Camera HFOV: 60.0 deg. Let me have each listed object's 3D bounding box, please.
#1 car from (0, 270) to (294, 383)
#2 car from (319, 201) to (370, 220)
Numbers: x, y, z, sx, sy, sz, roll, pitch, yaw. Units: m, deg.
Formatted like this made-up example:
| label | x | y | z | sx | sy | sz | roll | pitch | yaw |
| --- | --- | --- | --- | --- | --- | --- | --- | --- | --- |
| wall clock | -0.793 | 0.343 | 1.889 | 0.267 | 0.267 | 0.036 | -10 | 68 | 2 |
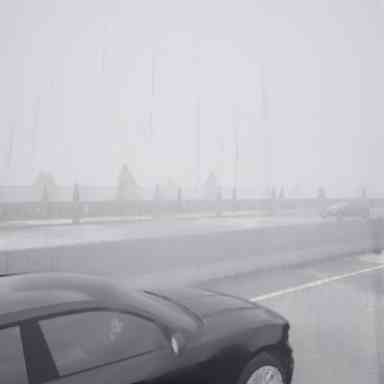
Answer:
| label | x | y | z | sx | sy | sz | roll | pitch | yaw |
| --- | --- | --- | --- | --- | --- | --- | --- | --- | --- |
| car | -1.192 | 1.478 | 2.897 | 5.008 | 1.535 | 1.882 | 0 | 0 | -36 |
| car | 12.903 | 1.528 | 28.044 | 4.674 | 1.442 | 1.812 | 0 | 0 | -25 |
